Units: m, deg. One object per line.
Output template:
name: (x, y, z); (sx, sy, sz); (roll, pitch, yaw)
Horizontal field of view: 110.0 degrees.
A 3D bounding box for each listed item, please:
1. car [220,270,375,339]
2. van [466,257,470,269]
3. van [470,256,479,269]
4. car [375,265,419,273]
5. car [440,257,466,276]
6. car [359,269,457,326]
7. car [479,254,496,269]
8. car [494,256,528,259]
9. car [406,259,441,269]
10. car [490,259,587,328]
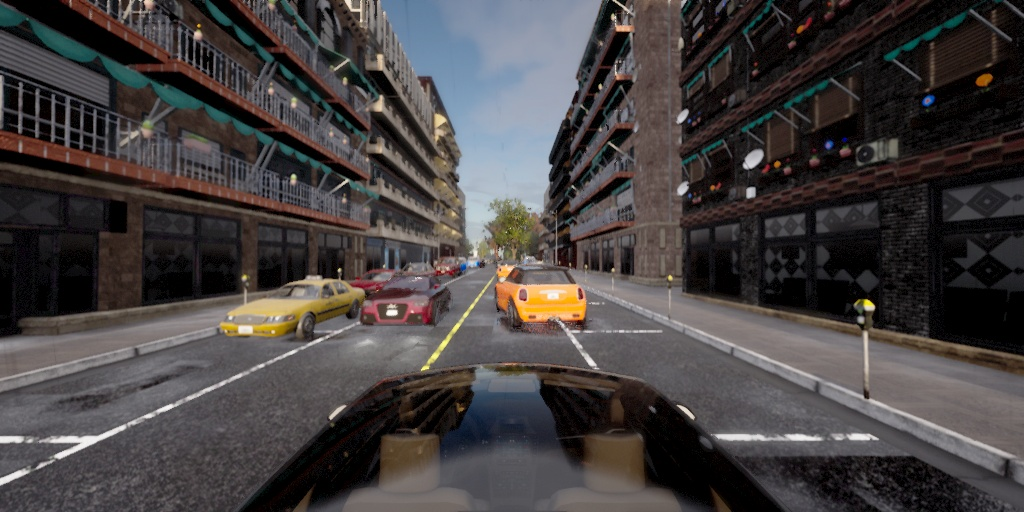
car: (-5.735, 1.260, 10.108); (1.751, 1.417, 4.829); (0, 0, 0)
van: (-5.893, 1.031, 38.584); (1.690, 1.789, 3.998); (0, 0, 0)
van: (-5.989, 1.007, 55.569); (1.690, 1.789, 3.998); (0, 0, 0)
car: (-5.766, 1.271, 15.938); (1.888, 1.381, 4.507); (0, 0, 0)
car: (-5.862, 1.014, 32.923); (2.192, 1.841, 5.009); (0, 0, 0)
car: (-3.152, 1.297, 11.390); (1.994, 1.385, 4.181); (0, 0, 0)
car: (-3.286, 0.701, 53.169); (2.150, 2.045, 5.566); (0, 0, 0)
car: (-0.056, 1.058, 28.124); (2.097, 1.767, 4.553); (0, 0, 0)
car: (-5.798, 1.156, 21.600); (1.967, 1.591, 4.097); (0, 0, 0)
car: (0.704, 1.085, 11.549); (2.097, 1.767, 4.553); (0, 0, -10)
